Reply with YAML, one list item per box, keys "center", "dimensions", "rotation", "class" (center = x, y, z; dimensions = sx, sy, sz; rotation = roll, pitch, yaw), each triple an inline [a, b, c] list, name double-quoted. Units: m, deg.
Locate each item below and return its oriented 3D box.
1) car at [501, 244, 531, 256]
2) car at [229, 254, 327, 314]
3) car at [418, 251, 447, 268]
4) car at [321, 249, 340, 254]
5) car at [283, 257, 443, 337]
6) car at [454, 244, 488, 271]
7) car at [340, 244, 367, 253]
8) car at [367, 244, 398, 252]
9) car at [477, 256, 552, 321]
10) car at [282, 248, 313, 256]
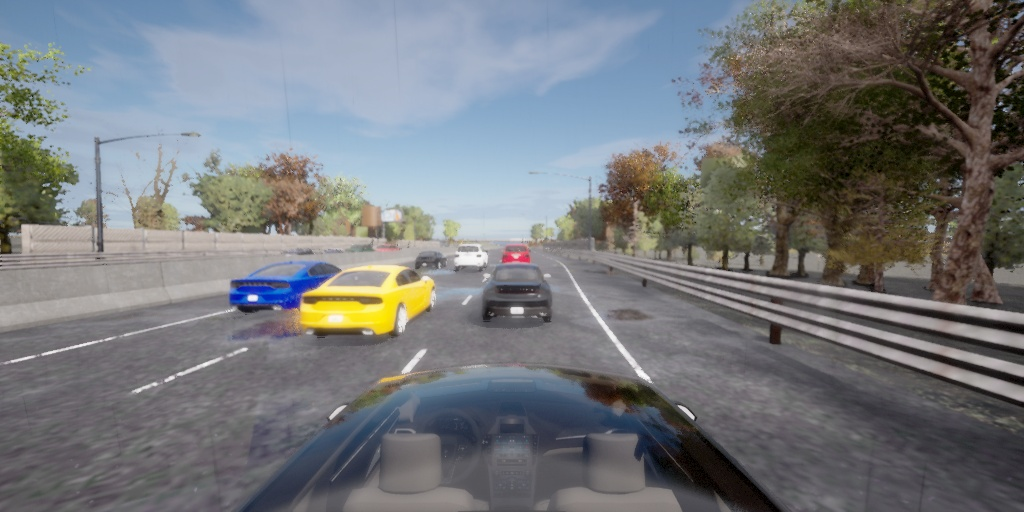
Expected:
- center: [0.331, 0.096, 28.567]
  dimensions: [2.150, 2.045, 5.566]
  rotation: [0, 2, 1]
  class: "car"
- center: [-6.830, 0.884, 11.970]
  dimensions: [1.882, 1.535, 5.008]
  rotation: [0, 2, 1]
  class: "car"
- center: [-6.656, 0.331, 29.869]
  dimensions: [1.837, 1.490, 4.892]
  rotation: [0, 2, 1]
  class: "car"
- center: [-24.146, -0.217, 48.406]
  dimensions: [1.994, 1.385, 4.181]
  rotation: [0, 2, 1]
  class: "car"
- center: [-3.368, 0.972, 9.397]
  dimensions: [1.882, 1.535, 5.008]
  rotation: [0, 2, 1]
  class: "car"
- center: [-3.169, 0.093, 28.542]
  dimensions: [2.150, 2.045, 5.566]
  rotation: [0, 2, 1]
  class: "car"
- center: [-20.642, -0.563, 48.693]
  dimensions: [2.150, 2.045, 5.566]
  rotation: [0, 1, 1]
  class: "car"
- center: [-17.145, -0.562, 48.797]
  dimensions: [2.150, 2.045, 5.566]
  rotation: [0, 1, 1]
  class: "car"
- center: [0.155, 0.953, 10.952]
  dimensions: [1.837, 1.490, 4.892]
  rotation: [0, 2, 1]
  class: "car"
- center: [-27.640, -0.228, 46.281]
  dimensions: [2.128, 1.511, 4.902]
  rotation: [0, 2, 0]
  class: "car"
